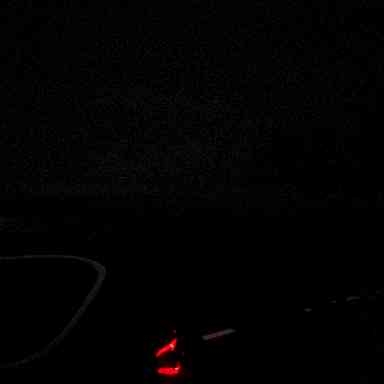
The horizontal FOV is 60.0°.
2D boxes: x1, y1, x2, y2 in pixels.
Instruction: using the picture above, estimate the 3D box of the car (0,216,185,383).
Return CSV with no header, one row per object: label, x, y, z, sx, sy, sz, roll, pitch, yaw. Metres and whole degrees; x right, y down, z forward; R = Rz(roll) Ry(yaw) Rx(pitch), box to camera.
car,-2.616,1.197,1.431,5.566,2.045,2.150,1,0,-36
